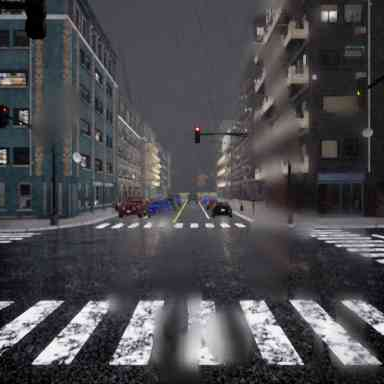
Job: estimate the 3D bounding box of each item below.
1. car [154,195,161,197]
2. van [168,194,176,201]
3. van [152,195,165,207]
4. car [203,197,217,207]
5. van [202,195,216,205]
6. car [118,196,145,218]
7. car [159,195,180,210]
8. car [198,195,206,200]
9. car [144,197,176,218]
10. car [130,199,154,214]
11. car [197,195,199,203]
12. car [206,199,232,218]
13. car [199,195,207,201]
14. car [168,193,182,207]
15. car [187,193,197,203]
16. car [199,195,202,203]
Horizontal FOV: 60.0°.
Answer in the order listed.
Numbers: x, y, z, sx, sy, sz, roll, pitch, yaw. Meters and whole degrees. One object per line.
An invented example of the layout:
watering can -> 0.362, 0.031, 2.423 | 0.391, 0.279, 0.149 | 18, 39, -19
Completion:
car -> -5.242, 1.532, 46.845 | 1.887, 1.381, 4.507 | 0, 0, 0
van -> -5.183, 1.300, 85.708 | 1.690, 1.788, 3.998 | 0, 0, 0
van -> -5.234, 1.326, 52.396 | 1.690, 1.788, 3.998 | 0, 0, 0
car -> 2.629, 1.573, 41.281 | 1.802, 1.307, 4.206 | 0, 0, 0
van -> 2.638, 1.329, 46.833 | 1.690, 1.788, 3.998 | 0, 0, 0
car -> -5.268, 1.311, 30.188 | 2.192, 1.841, 5.009 | 0, 0, 0
car -> -2.785, 1.496, 40.497 | 1.837, 1.490, 4.892 | 0, 0, 0
car -> 2.705, 1.498, 91.249 | 1.887, 1.381, 4.507 | 0, 0, 0
car -> -2.806, 1.473, 30.127 | 1.882, 1.535, 5.008 | 0, 0, 0
car -> -5.260, 1.538, 35.740 | 1.887, 1.381, 4.507 | 0, 0, 0
car -> 2.672, 1.525, 69.041 | 2.008, 1.369, 4.403 | 0, 0, 0
car -> 2.612, 1.562, 30.177 | 1.947, 1.339, 4.313 | 0, 0, 0
car -> 2.697, 1.504, 85.697 | 1.887, 1.381, 4.507 | 0, 0, 0
car -> -2.760, 1.207, 51.083 | 2.150, 2.045, 5.566 | 0, 0, 1
car -> 0.204, 1.195, 69.961 | 2.150, 2.045, 5.566 | 0, 0, 0
car -> 2.655, 1.421, 57.937 | 1.967, 1.590, 4.097 | 0, 0, 0
